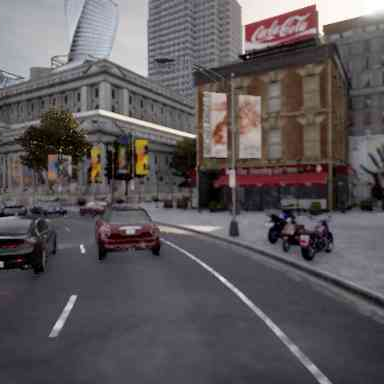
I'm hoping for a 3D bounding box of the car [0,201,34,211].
[{"bbox_3d":[-15.237,1.531,27.757,2.128,1.511,4.902,-1,0,-40],"label":"car"}]

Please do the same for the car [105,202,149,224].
[{"bbox_3d":[-5.101,1.540,25.562,1.895,1.301,4.718,-1,0,-30],"label":"car"}]

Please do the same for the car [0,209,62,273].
[{"bbox_3d":[-5.402,1.516,10.409,1.837,1.490,4.892,0,0,-16],"label":"car"}]

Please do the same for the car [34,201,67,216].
[{"bbox_3d":[-13.633,1.556,31.351,2.033,1.411,5.357,-1,0,-43],"label":"car"}]

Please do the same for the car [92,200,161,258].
[{"bbox_3d":[-2.659,1.325,12.960,2.097,1.767,4.553,-1,0,-18],"label":"car"}]

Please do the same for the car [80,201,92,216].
[{"bbox_3d":[-8.547,1.482,30.141,2.002,1.452,4.674,-1,0,-40],"label":"car"}]
